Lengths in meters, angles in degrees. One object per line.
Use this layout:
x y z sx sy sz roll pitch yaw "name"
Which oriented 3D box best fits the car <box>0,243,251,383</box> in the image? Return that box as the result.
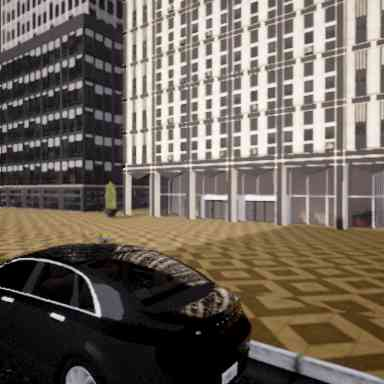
-1.616 1.475 4.585 4.892 1.490 1.837 1 0 35 "car"
